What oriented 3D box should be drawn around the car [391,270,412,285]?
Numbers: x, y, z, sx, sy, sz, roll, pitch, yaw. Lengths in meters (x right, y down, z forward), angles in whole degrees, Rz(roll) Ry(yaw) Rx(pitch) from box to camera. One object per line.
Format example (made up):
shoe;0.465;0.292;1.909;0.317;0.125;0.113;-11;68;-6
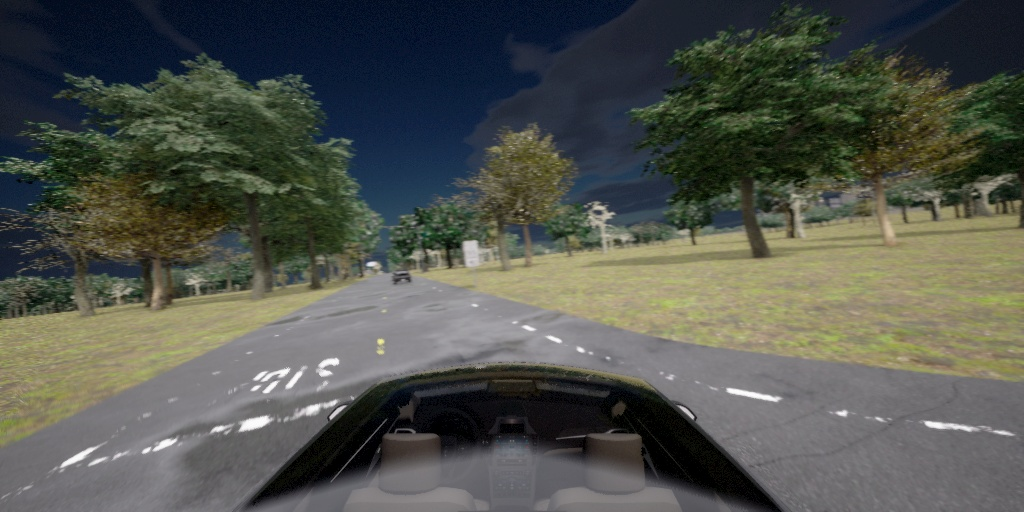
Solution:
car;-12.506;2.365;40.808;1.837;1.490;4.892;-7;0;-19
